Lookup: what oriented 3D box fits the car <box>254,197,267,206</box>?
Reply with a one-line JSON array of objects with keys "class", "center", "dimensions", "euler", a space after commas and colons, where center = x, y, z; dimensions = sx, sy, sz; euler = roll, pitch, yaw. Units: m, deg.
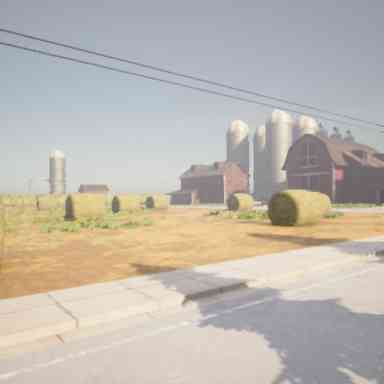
[{"class": "car", "center": [14.417, 2.198, 72.450], "dimensions": [3.866, 1.878, 1.905], "euler": [-3, 4, 10]}]
